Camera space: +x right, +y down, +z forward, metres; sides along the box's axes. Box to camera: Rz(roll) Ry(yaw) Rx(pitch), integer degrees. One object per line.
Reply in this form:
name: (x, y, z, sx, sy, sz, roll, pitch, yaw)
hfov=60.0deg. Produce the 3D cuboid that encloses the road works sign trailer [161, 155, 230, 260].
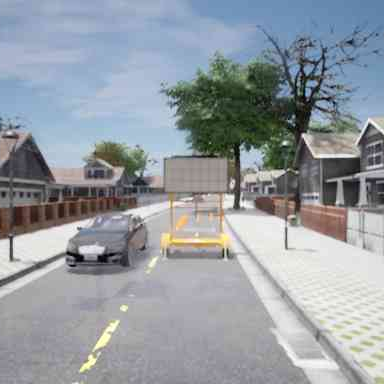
road works sign trailer: (0.159, 0.447, 12.315, 2.380, 3.560, 2.880, 0, 0, 2)

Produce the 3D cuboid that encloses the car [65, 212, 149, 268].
car: (-2.655, 1.478, 11.373, 2.128, 1.511, 4.902, 0, 0, 2)

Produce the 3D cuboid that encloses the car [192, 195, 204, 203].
car: (1.102, 1.244, 61.415, 1.837, 1.490, 4.892, 0, 0, 7)
